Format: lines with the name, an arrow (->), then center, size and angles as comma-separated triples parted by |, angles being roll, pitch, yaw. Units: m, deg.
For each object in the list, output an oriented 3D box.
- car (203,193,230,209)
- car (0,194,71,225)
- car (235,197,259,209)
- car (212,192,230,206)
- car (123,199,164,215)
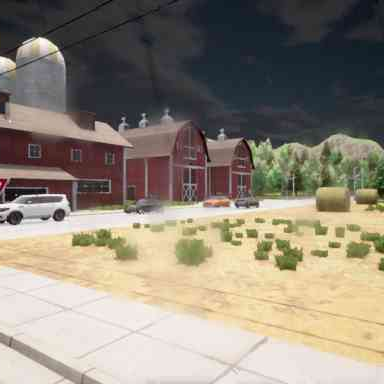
car -> 3.360, 1.324, 45.651 | 2.097, 1.767, 4.553 | 0, 0, 35
car -> -11.615, 1.195, 24.206 | 2.150, 2.045, 5.566 | 0, 0, 35
car -> 7.599, 1.465, 45.379 | 2.128, 1.511, 4.902 | 0, 0, 35
car -> 4.744, 1.118, 54.883 | 1.905, 1.878, 3.866 | 6, 1, -8
car -> -4.841, 1.478, 33.941 | 1.837, 1.490, 4.892 | 0, 0, 35
